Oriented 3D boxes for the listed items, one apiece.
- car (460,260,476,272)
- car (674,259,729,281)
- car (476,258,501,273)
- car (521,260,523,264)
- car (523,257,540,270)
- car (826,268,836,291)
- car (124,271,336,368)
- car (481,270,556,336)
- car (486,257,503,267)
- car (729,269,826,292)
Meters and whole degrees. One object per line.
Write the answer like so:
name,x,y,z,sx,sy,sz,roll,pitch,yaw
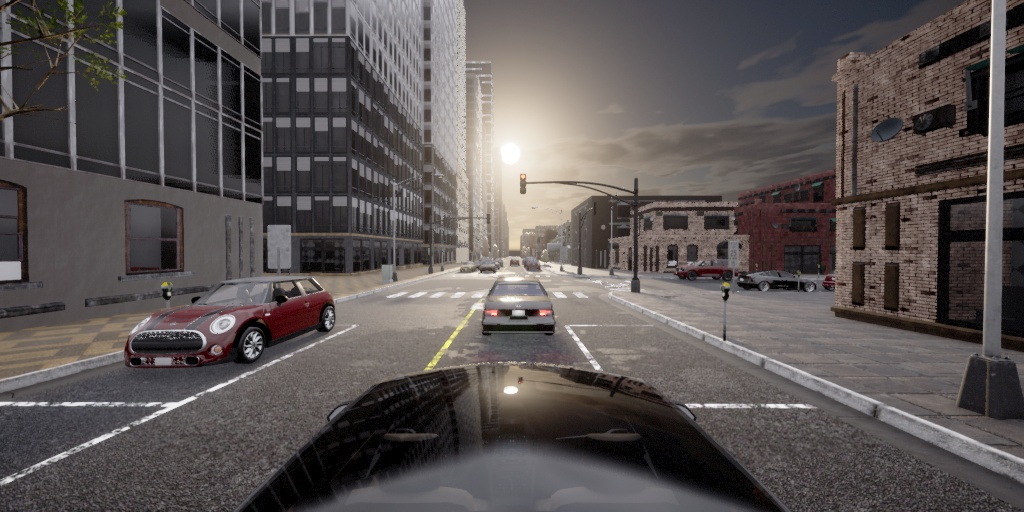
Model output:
car,-5.536,1.265,45.599,1.751,1.417,4.829,0,0,0
car,16.712,1.164,30.926,5.009,1.841,2.192,0,0,1
car,-2.816,1.287,43.613,2.033,1.411,5.357,0,0,0
car,3.097,1.051,62.589,2.192,1.841,5.009,0,0,0
car,3.021,1.178,51.301,1.967,1.591,4.097,0,0,0
car,22.096,1.473,22.439,4.097,1.591,1.967,0,0,1
car,-5.653,1.188,7.822,1.967,1.591,4.097,0,0,0
car,0.157,1.295,10.385,2.033,1.411,5.357,0,0,0
car,-2.748,1.286,54.144,2.033,1.411,5.357,0,0,0
car,16.549,1.546,22.548,4.313,1.339,1.948,0,0,1
